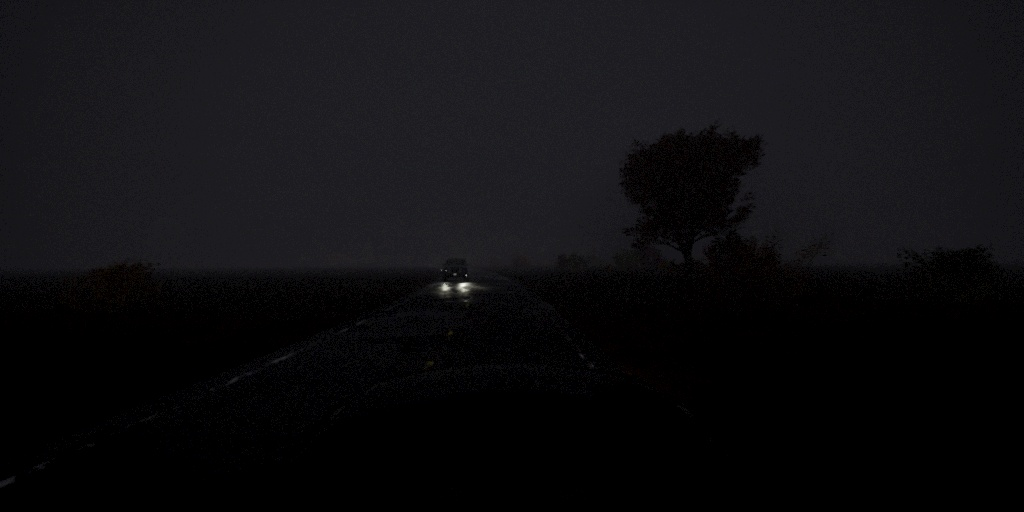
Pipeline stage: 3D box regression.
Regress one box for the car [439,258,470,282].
[{"bbox_3d":[-4.972,1.177,31.973,2.150,2.045,5.566,0,-1,-7],"label":"car"}]
